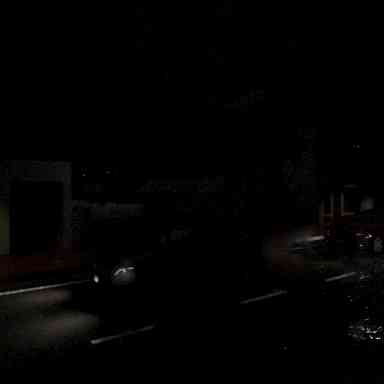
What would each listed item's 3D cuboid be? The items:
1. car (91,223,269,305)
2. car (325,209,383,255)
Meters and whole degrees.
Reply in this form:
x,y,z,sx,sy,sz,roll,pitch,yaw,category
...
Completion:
x,y,z,sx,sy,sz,roll,pitch,yaw,category
-0.075,1.528,8.226,4.674,1.442,1.812,0,0,-35,car
7.450,1.486,13.593,5.008,1.535,1.882,0,0,-35,car
